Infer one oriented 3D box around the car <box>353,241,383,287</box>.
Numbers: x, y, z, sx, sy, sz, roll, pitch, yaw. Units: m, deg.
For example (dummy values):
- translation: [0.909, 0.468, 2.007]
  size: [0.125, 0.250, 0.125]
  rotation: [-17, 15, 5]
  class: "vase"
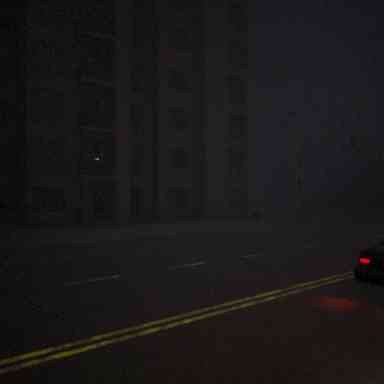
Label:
- translation: [6.144, 1.568, 8.199]
  size: [5.357, 1.411, 2.033]
  rotation: [0, 0, -35]
  class: "car"
